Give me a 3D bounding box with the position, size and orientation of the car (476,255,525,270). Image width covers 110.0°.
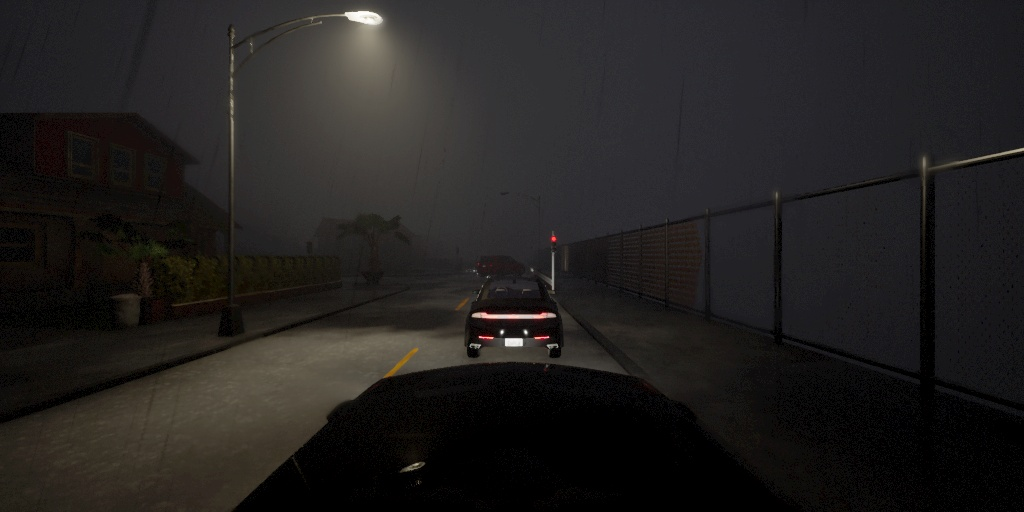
[{"bbox_3d":[-0.967,0.972,33.449,2.150,2.045,5.566,2,1,34],"label":"car"}]

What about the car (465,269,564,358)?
[{"bbox_3d":[0.052,1.242,8.465,2.128,1.511,4.902,0,0,0],"label":"car"}]
